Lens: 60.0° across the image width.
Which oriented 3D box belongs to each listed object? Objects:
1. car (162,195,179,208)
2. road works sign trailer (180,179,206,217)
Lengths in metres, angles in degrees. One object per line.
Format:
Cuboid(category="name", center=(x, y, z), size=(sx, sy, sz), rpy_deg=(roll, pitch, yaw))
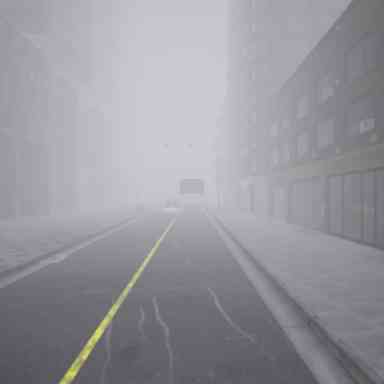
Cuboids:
Cuboid(category="car", center=(-3.066, 1.634, 52.089), size=(2.128, 1.511, 4.902), rpy_deg=(0, 0, 0))
Cuboid(category="road works sign trailer", center=(-0.001, 0.546, 32.167), size=(2.380, 3.560, 2.880), rpy_deg=(0, 0, 0))
